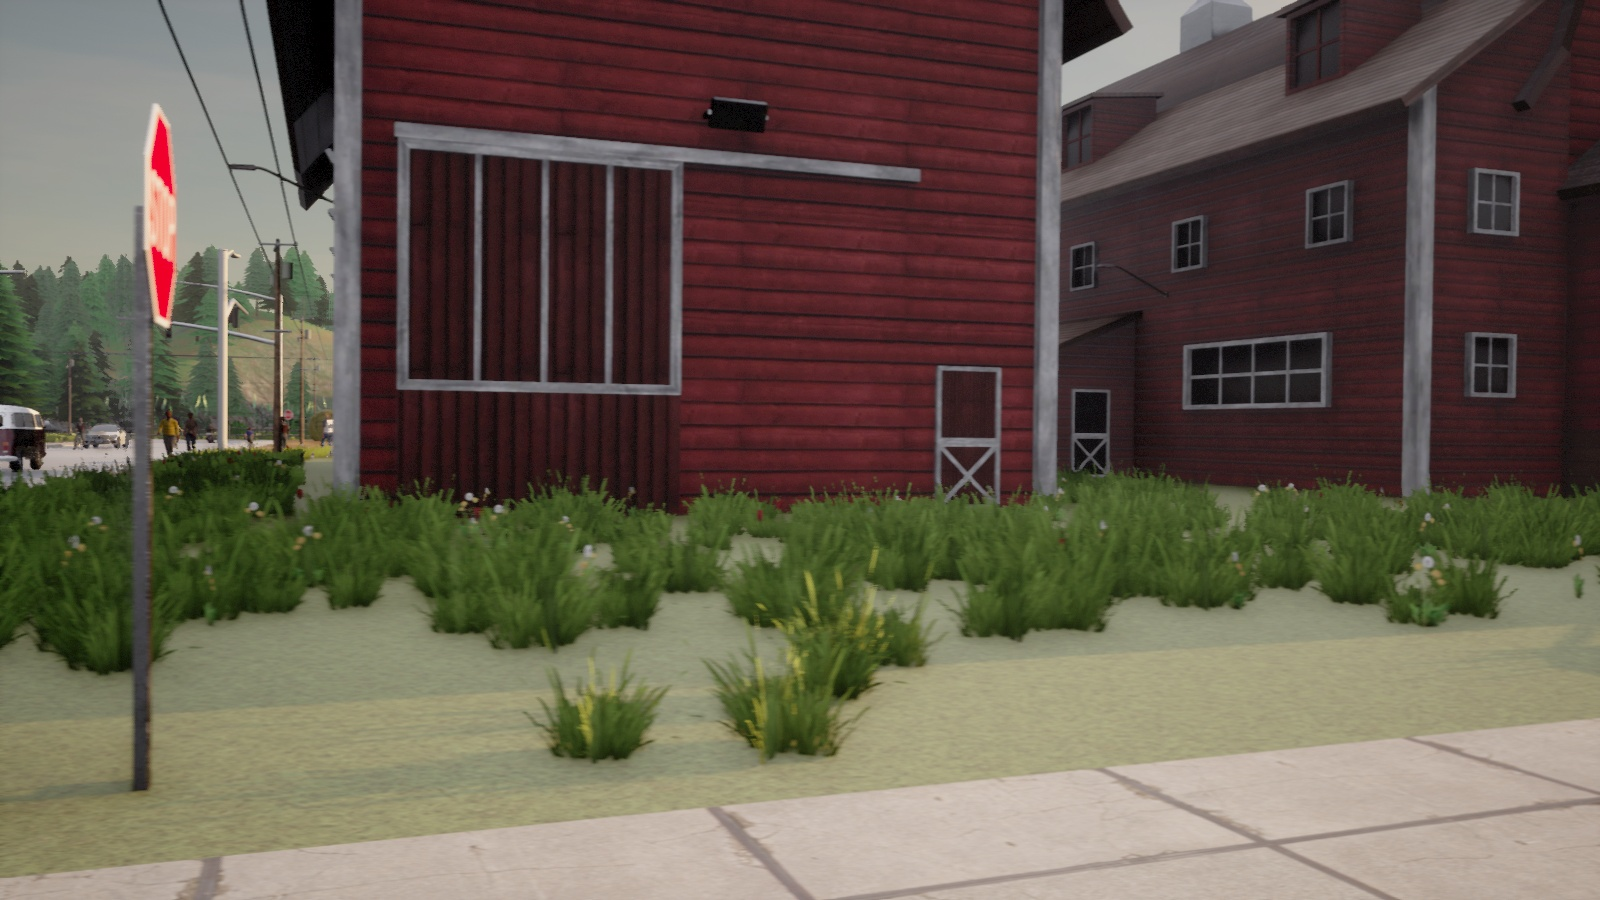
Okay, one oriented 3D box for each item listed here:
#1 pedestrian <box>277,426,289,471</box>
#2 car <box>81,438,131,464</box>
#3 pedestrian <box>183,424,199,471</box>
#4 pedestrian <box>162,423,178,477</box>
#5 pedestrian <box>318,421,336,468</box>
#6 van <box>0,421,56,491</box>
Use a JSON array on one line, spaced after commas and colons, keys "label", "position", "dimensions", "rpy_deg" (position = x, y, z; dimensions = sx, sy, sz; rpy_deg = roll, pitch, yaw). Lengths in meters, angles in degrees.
[{"label": "pedestrian", "position": [-22.529, -0.074, 54.711], "dimensions": [0.402, 1.930, 0.666], "rpy_deg": [-1, 1, -24]}, {"label": "car", "position": [-41.160, 0.053, 74.563], "dimensions": [1.812, 1.442, 4.674], "rpy_deg": [-1, 1, -20]}, {"label": "pedestrian", "position": [-23.359, -0.103, 48.187], "dimensions": [0.328, 1.805, 0.869], "rpy_deg": [-1, 1, -13]}, {"label": "pedestrian", "position": [-21.709, -0.017, 43.254], "dimensions": [0.370, 1.835, 0.726], "rpy_deg": [-1, 1, -18]}, {"label": "pedestrian", "position": [-18.930, -0.221, 50.253], "dimensions": [0.706, 1.836, 0.354], "rpy_deg": [0, 1, 40]}, {"label": "van", "position": [-24.402, 0.160, 38.312], "dimensions": [2.069, 2.038, 4.480], "rpy_deg": [-1, 1, -20]}]
